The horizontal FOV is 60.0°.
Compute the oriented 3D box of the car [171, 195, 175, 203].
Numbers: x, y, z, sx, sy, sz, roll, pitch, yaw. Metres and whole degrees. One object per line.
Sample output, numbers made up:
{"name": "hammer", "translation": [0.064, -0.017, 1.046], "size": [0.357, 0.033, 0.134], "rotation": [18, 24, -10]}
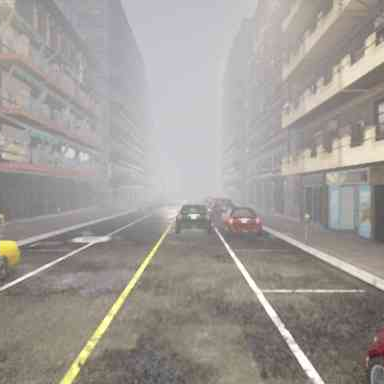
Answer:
{"name": "car", "translation": [-5.706, 1.949, 81.028], "size": [1.752, 1.417, 4.829], "rotation": [-1, 0, 0]}

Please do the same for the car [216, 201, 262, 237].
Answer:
{"name": "car", "translation": [2.676, 1.534, 18.865], "size": [1.967, 1.590, 4.097], "rotation": [-1, 0, 0]}

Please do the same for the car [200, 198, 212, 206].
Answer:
{"name": "car", "translation": [2.675, 1.898, 64.174], "size": [1.947, 1.339, 4.313], "rotation": [-1, 0, 0]}

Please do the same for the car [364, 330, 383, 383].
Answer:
{"name": "car", "translation": [2.679, 1.592, 1.873], "size": [1.802, 1.307, 4.206], "rotation": [-1, 0, 0]}

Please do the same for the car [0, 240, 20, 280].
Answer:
{"name": "car", "translation": [-5.702, 1.563, 7.399], "size": [1.752, 1.417, 4.829], "rotation": [-1, 0, 0]}

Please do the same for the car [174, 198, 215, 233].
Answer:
{"name": "car", "translation": [0.098, 1.455, 20.697], "size": [2.097, 1.767, 4.553], "rotation": [0, 0, 0]}

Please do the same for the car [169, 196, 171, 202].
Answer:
{"name": "car", "translation": [-5.705, 1.898, 64.207], "size": [1.947, 1.339, 4.313], "rotation": [-1, 0, 0]}

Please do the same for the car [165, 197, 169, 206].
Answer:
{"name": "car", "translation": [-5.706, 1.743, 58.544], "size": [1.967, 1.590, 4.097], "rotation": [-1, 0, 0]}

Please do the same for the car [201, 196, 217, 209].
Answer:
{"name": "car", "translation": [2.672, 1.587, 52.848], "size": [2.192, 1.841, 5.009], "rotation": [-1, 0, 0]}

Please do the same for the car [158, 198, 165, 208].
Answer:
{"name": "car", "translation": [-5.705, 1.797, 52.710], "size": [1.752, 1.417, 4.829], "rotation": [-1, 0, 0]}

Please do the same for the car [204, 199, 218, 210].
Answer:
{"name": "car", "translation": [2.675, 1.768, 47.353], "size": [1.752, 1.417, 4.829], "rotation": [-1, 0, 0]}

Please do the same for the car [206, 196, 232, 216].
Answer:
{"name": "car", "translation": [2.673, 1.467, 30.193], "size": [2.192, 1.841, 5.009], "rotation": [-1, 0, 0]}

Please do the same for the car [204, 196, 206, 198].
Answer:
{"name": "car", "translation": [2.673, 1.497, 35.857], "size": [2.192, 1.841, 5.009], "rotation": [-1, 0, 0]}

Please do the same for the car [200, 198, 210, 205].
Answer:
{"name": "car", "translation": [2.675, 1.928, 69.838], "size": [1.947, 1.339, 4.313], "rotation": [-1, 0, 0]}

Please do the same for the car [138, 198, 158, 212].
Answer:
{"name": "car", "translation": [-5.705, 1.737, 41.382], "size": [1.752, 1.417, 4.829], "rotation": [-1, 0, 0]}

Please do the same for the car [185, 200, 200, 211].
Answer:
{"name": "car", "translation": [0.097, 1.831, 44.881], "size": [1.895, 1.301, 4.718], "rotation": [0, 0, 0]}
